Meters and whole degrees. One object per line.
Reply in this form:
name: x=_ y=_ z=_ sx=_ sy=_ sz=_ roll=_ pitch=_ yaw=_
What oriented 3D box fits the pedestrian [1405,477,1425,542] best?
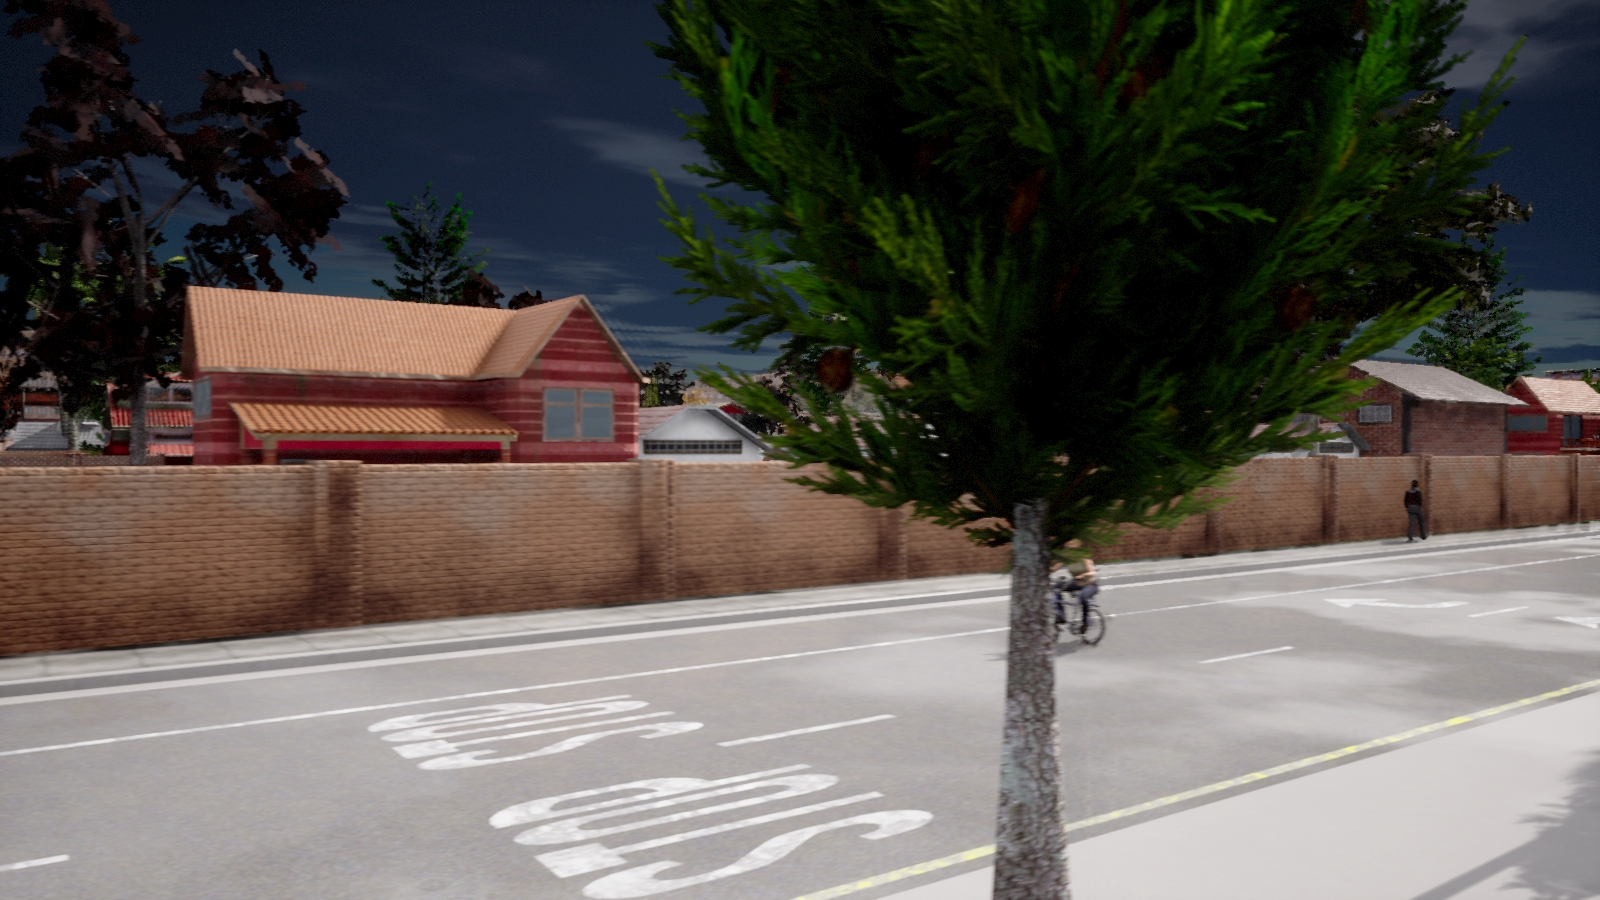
pedestrian: x=17.609 y=1.696 z=32.724 sx=0.375 sy=1.860 sz=0.375 roll=0 pitch=0 yaw=-34

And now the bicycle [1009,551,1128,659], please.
bicycle: x=3.778 y=2.144 z=16.069 sx=1.487 sy=1.301 sz=0.859 roll=0 pitch=0 yaw=-35
